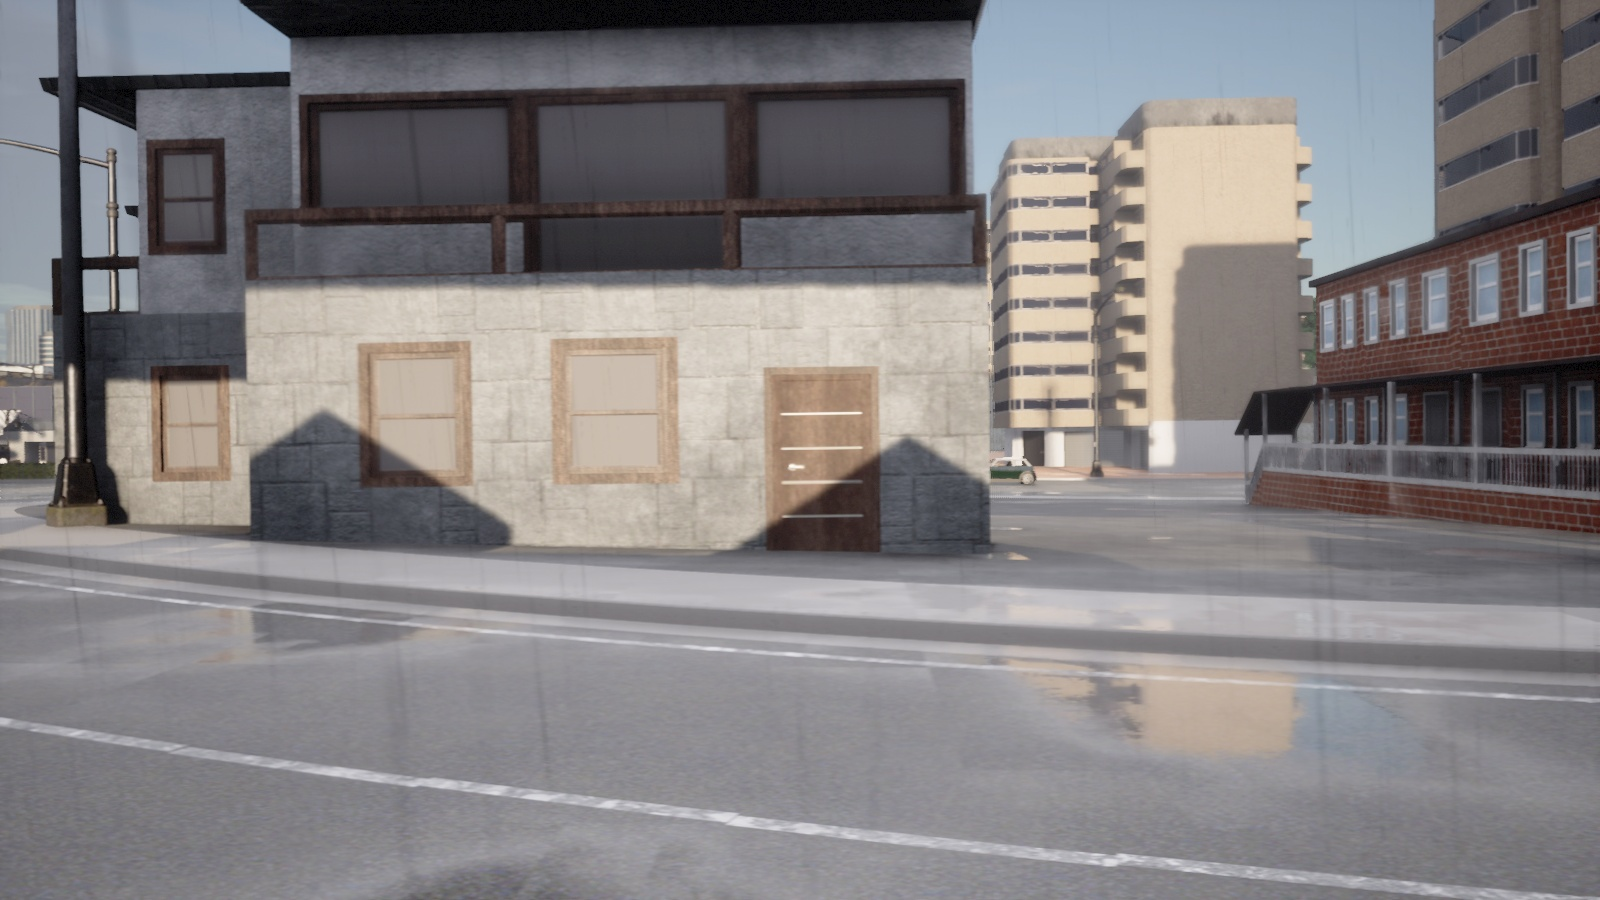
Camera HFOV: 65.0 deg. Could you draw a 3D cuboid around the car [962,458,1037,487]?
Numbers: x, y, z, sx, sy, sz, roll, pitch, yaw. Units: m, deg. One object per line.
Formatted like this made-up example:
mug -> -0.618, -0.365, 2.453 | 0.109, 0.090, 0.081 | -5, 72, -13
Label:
car -> 10.798, 1.197, 68.201 | 3.806, 1.475, 1.970 | 1, 1, 2
